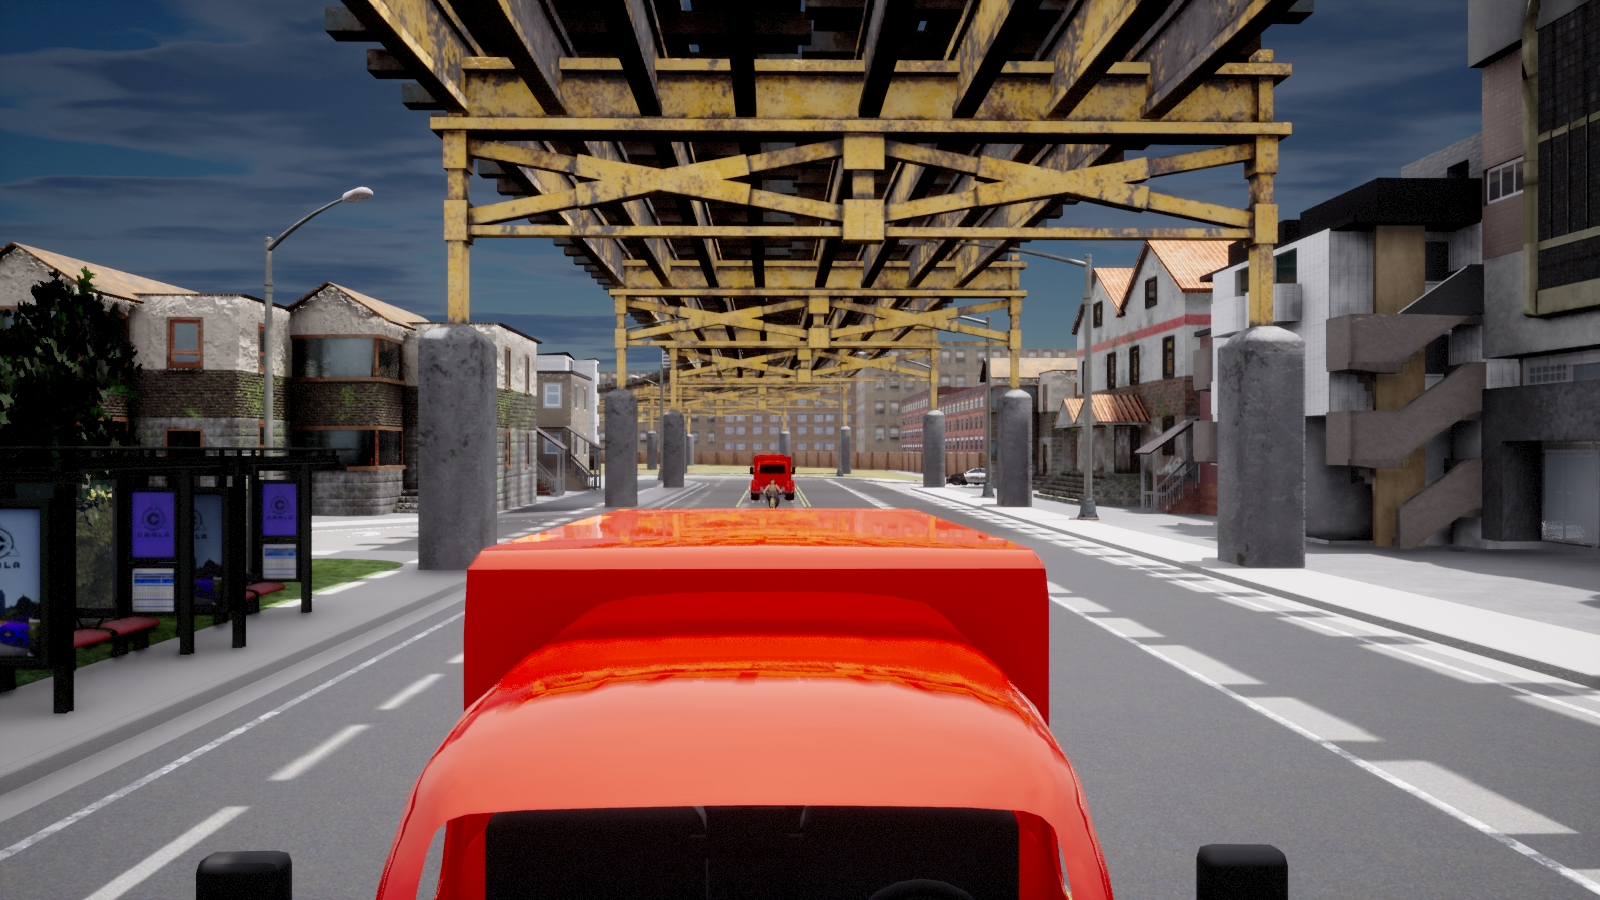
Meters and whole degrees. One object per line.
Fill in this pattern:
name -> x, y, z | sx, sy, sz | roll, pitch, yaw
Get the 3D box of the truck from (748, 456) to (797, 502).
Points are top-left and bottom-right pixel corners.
truck -> -1.543, 1.568, 64.249 | 2.627, 2.467, 5.204 | 0, 0, -1

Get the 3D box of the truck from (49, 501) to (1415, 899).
truck -> -0.167, 1.568, 4.802 | 2.627, 2.467, 5.204 | 0, 0, -1
